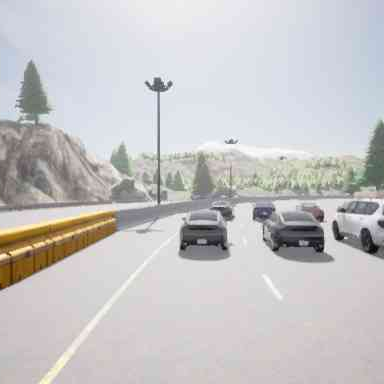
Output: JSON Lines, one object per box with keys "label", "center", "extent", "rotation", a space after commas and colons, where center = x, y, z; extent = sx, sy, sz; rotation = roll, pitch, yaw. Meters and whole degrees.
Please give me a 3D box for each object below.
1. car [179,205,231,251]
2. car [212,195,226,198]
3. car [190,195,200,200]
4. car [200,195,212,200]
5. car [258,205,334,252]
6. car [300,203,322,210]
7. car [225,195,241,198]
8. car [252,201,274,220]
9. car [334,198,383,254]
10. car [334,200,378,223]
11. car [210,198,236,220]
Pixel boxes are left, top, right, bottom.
{"label": "car", "center": [0.569, 1.514, 14.163], "extent": [1.837, 1.490, 4.892], "rotation": [0, 0, 5]}
{"label": "car", "center": [7.563, 1.524, 80.591], "extent": [2.033, 1.411, 5.357], "rotation": [0, 0, 30]}
{"label": "car", "center": [1.598, 1.512, 84.254], "extent": [2.033, 1.411, 5.357], "rotation": [0, 0, 30]}
{"label": "car", "center": [4.581, 1.478, 82.423], "extent": [1.837, 1.490, 4.892], "rotation": [0, 0, 30]}
{"label": "car", "center": [4.055, 1.514, 13.850], "extent": [1.837, 1.490, 4.892], "rotation": [0, 0, 5]}
{"label": "car", "center": [9.466, 1.570, 27.147], "extent": [1.994, 1.385, 4.181], "rotation": [0, 0, 11]}
{"label": "car", "center": [10.546, 1.530, 78.760], "extent": [2.033, 1.411, 5.357], "rotation": [0, 0, 30]}
{"label": "car", "center": [6.029, 1.482, 27.813], "extent": [1.882, 1.535, 5.008], "rotation": [0, 0, 11]}
{"label": "car", "center": [7.543, 1.255, 13.567], "extent": [2.150, 2.045, 5.566], "rotation": [0, 0, 5]}
{"label": "car", "center": [12.902, 1.482, 26.481], "extent": [1.882, 1.535, 5.008], "rotation": [0, 0, 11]}
{"label": "car", "center": [2.593, 1.514, 28.479], "extent": [1.837, 1.490, 4.892], "rotation": [0, 0, 11]}
